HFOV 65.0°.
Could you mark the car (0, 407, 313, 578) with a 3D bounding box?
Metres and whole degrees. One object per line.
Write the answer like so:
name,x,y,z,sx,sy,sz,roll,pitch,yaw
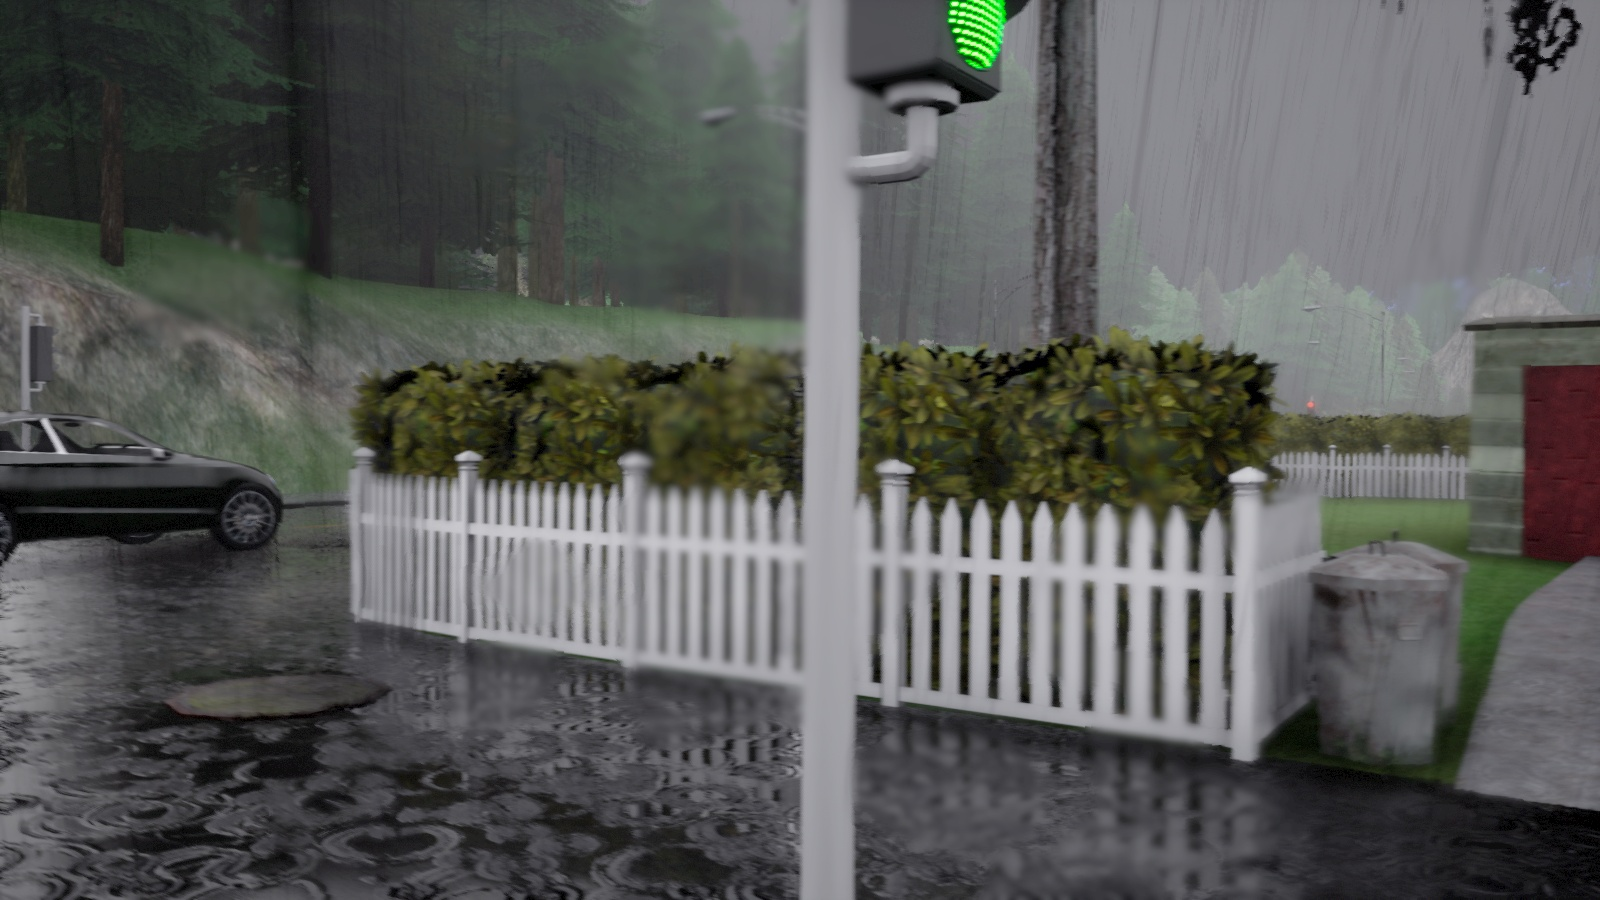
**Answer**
car,-8.127,0.394,13.912,2.152,1.651,5.027,0,1,24
